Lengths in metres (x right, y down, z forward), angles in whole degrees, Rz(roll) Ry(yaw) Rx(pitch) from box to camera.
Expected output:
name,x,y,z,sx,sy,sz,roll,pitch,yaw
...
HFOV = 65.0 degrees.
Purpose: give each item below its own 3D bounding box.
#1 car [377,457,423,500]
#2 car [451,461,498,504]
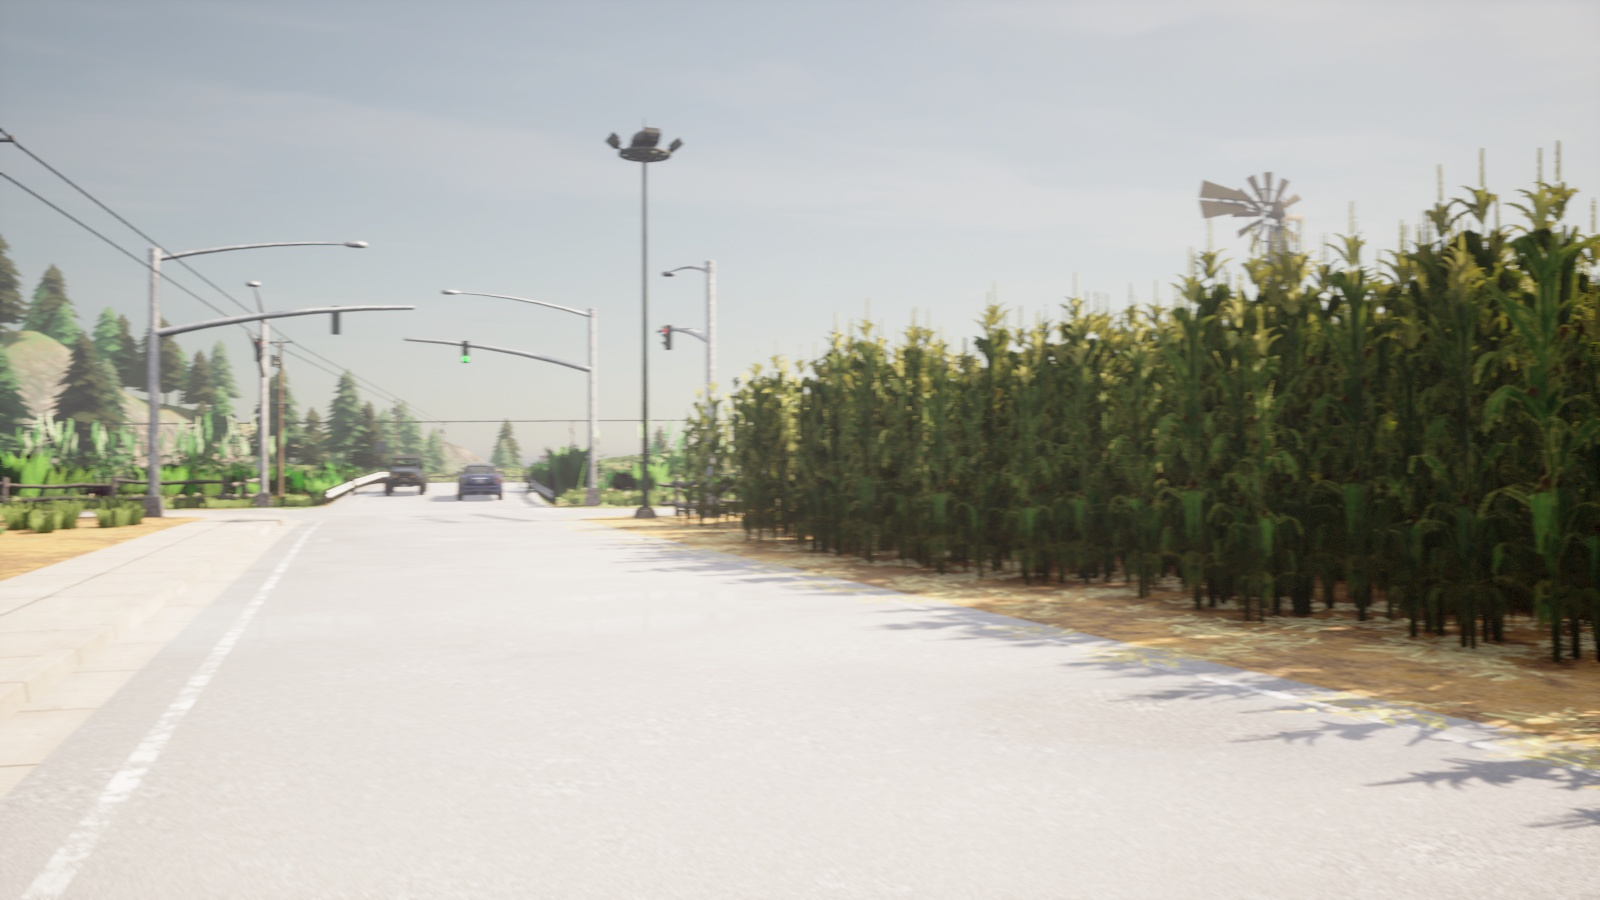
name,x,y,z,sx,sy,sz,roll,pitch,yaw
car,-19.573,1.349,61.534,1.905,1.878,3.866,0,2,-14
car,-15.397,1.489,59.357,2.097,1.767,4.553,-1,2,-15
